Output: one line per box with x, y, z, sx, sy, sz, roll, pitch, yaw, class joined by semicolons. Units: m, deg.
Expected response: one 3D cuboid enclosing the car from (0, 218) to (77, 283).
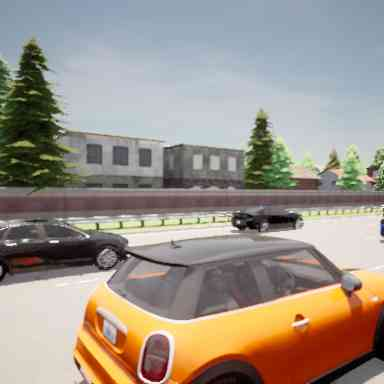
-4.152;1.512;9.384;4.892;1.490;1.837;0;0;-36;car

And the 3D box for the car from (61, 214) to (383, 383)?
0.940;1.362;4.419;4.553;1.767;2.097;0;0;-36;car

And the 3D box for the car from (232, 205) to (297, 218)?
4.596;1.527;19.929;5.008;1.535;1.882;0;0;-36;car
